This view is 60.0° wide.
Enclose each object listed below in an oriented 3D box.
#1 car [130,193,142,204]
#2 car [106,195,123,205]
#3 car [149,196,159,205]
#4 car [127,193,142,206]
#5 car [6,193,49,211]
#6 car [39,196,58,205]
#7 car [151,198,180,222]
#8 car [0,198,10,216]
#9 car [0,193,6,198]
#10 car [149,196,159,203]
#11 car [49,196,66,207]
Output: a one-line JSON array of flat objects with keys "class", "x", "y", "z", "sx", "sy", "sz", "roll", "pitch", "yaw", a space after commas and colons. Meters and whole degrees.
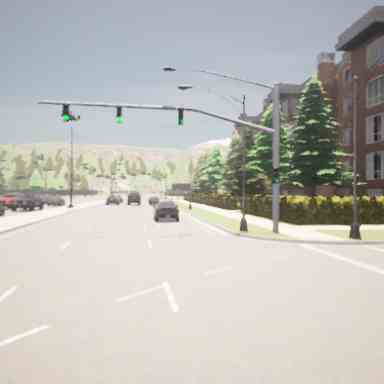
[{"class": "car", "x": -11.214, "y": 1.192, "z": 66.659, "sx": 2.150, "sy": 2.045, "sz": 5.566, "roll": 0, "pitch": 0, "yaw": -8}, {"class": "car", "x": -13.328, "y": 1.310, "z": 56.318, "sx": 2.097, "sy": 1.767, "sz": 4.553, "roll": 0, "pitch": 0, "yaw": -8}, {"class": "car", "x": -6.417, "y": 1.483, "z": 57.443, "sx": 2.128, "sy": 1.511, "sz": 4.902, "roll": 0, "pitch": 0, "yaw": -8}, {"class": "car", "x": -9.766, "y": 1.197, "z": 56.114, "sx": 2.150, "sy": 2.045, "sz": 5.566, "roll": 0, "pitch": 0, "yaw": -8}, {"class": "car", "x": -19.055, "y": 1.146, "z": 38.843, "sx": 2.150, "sy": 2.045, "sz": 5.566, "roll": 0, "pitch": 0, "yaw": -7}, {"class": "car", "x": -25.246, "y": 1.433, "z": 58.568, "sx": 1.812, "sy": 1.442, "sz": 4.674, "roll": 0, "pitch": 0, "yaw": -8}, {"class": "car", "x": -2.095, "y": 1.504, "z": 26.609, "sx": 1.837, "sy": 1.490, "sz": 4.892, "roll": 0, "pitch": 0, "yaw": -9}, {"class": "car", "x": -17.574, "y": 1.491, "z": 28.264, "sx": 1.994, "sy": 1.385, "sz": 4.181, "roll": 0, "pitch": 0, "yaw": -8}, {"class": "car", "x": -23.097, "y": 1.126, "z": 42.726, "sx": 2.150, "sy": 2.045, "sz": 5.566, "roll": 0, "pitch": 0, "yaw": -8}, {"class": "car", "x": -7.786, "y": 1.543, "z": 67.416, "sx": 1.994, "sy": 1.385, "sz": 4.181, "roll": 0, "pitch": 0, "yaw": -8}, {"class": "car", "x": -20.718, "y": 1.446, "z": 51.030, "sx": 1.812, "sy": 1.442, "sz": 4.674, "roll": 0, "pitch": 0, "yaw": -7}]
